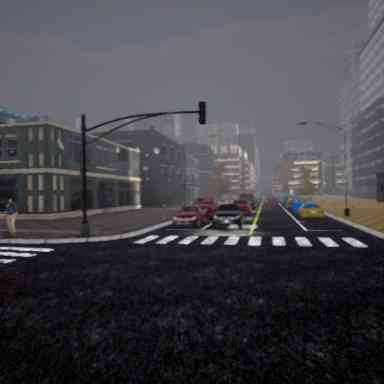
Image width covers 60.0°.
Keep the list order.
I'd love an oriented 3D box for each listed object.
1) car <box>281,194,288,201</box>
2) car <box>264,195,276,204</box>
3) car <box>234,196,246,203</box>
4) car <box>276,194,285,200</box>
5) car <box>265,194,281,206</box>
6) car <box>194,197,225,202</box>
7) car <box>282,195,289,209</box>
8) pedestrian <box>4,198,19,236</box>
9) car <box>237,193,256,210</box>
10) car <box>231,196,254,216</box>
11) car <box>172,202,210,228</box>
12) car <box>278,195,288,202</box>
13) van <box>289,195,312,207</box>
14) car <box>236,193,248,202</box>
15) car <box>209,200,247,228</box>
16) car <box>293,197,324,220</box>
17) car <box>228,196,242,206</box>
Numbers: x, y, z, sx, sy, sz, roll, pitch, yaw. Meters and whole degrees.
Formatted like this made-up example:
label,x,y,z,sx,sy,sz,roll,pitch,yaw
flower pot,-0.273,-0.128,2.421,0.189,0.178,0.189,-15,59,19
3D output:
label,x,y,z,sx,sy,sz,roll,pitch,yaw
car,15.365,1.363,53.294,1.947,1.339,4.313,-1,0,13
car,14.422,1.372,61.410,2.033,1.411,5.357,-1,0,13
car,9.612,1.468,65.956,2.008,1.369,4.403,-1,0,13
car,21.427,1.292,80.379,1.947,1.339,4.313,-1,0,13
car,12.343,1.413,51.666,1.994,1.385,4.181,-1,0,13
car,1.121,1.332,28.037,2.192,1.841,5.009,-1,0,13
car,12.939,1.376,42.460,2.008,1.369,4.403,-1,0,13
pedestrian,-8.755,1.215,16.264,0.375,1.860,0.375,-1,-1,12
car,7.007,1.153,42.367,2.150,2.045,5.566,-1,0,14
car,4.692,1.437,32.129,1.882,1.535,5.008,-1,0,13
car,-0.088,1.614,22.620,1.802,1.307,4.206,-1,0,13
car,19.039,1.279,69.710,1.752,1.417,4.829,-1,0,13
van,10.511,1.195,31.626,1.690,1.788,3.998,-1,0,13
car,10.821,1.218,71.373,2.192,1.841,5.009,-1,0,13
car,2.506,1.511,22.336,1.812,1.442,4.674,-1,0,11
car,9.338,1.393,26.375,1.752,1.417,4.829,-1,0,13
car,7.150,1.472,54.956,1.752,1.417,4.829,-1,0,13
